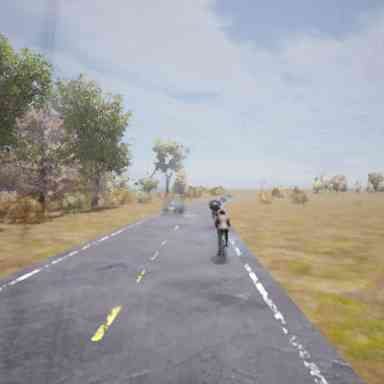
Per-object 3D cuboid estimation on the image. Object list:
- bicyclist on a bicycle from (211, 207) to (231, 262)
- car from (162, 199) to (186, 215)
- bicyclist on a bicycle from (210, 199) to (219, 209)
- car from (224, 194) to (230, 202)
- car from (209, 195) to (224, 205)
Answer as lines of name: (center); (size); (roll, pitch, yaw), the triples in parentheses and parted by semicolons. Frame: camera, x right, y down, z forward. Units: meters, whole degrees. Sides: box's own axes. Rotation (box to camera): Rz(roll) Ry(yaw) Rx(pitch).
bicyclist on a bicycle: (1.034, 1.431, 11.093); (0.582, 1.620, 1.656); (0, 0, 2)
car: (-1.707, 1.428, 32.841); (2.128, 1.511, 4.902); (0, 0, 5)
bicyclist on a bicycle: (1.450, 1.330, 21.249); (0.659, 1.776, 1.843); (0, 0, 3)
car: (6.557, 1.422, 73.376); (2.033, 1.411, 5.357); (0, 0, 10)
car: (3.866, 1.506, 55.191); (1.895, 1.301, 4.718); (0, 0, 7)
